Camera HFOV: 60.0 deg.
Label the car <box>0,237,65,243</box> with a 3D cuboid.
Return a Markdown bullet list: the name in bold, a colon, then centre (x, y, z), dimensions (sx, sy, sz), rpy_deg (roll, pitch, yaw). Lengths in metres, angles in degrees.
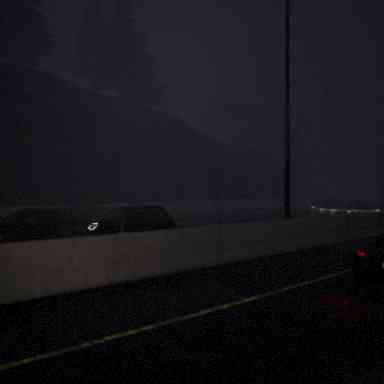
- **car**: centre (-7.762, 1.532, 15.783), dimensions (4.892, 1.490, 1.837), rpy_deg (0, 0, -37)

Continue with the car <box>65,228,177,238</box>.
- **car**: centre (-2.971, 1.374, 15.059), dimensions (4.553, 1.767, 2.097), rpy_deg (0, 0, -38)

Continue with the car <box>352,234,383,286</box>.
- **car**: centre (5.841, 1.570, 8.391), dimensions (4.181, 1.385, 1.994), rpy_deg (0, 0, -38)
